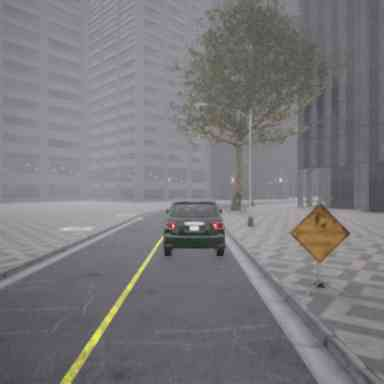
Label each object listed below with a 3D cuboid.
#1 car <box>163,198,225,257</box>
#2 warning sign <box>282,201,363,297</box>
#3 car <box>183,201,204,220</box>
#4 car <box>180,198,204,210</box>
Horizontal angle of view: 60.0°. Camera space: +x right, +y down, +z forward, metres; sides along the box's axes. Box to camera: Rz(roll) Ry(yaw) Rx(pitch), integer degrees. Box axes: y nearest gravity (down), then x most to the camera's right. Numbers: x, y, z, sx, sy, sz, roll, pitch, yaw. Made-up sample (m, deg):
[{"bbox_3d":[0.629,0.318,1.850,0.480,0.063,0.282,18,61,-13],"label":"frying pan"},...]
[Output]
[{"bbox_3d":[0.085,1.281,13.400,2.150,2.045,5.566,0,0,0],"label":"car"},{"bbox_3d":[2.722,1.153,7.117,1.300,1.860,1.060,0,0,0],"label":"warning sign"},{"bbox_3d":[0.207,1.623,30.372,1.812,1.442,4.674,0,0,2],"label":"car"},{"bbox_3d":[0.027,1.632,46.618,1.812,1.442,4.674,0,0,20],"label":"car"}]
